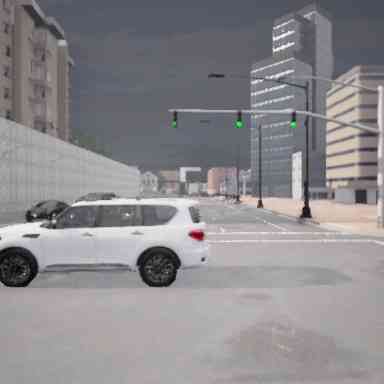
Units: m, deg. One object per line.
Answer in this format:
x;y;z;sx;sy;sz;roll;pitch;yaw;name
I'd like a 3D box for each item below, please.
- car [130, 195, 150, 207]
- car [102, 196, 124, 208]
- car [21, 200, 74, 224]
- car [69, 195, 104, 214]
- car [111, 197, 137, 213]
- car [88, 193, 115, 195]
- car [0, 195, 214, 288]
-7.155;1.255;46.272;2.128;1.511;4.902;0;0;0;car
-10.656;1.274;45.128;1.837;1.490;4.892;0;0;0;car
-10.636;1.376;24.942;1.837;1.490;4.892;0;0;0;car
-10.648;1.177;34.009;2.097;1.767;4.553;0;0;0;car
-7.148;1.345;35.218;1.812;1.442;4.674;0;0;0;car
-7.133;1.090;25.576;2.150;2.045;5.566;0;0;0;car
-2.294;1.186;8.652;5.566;2.045;2.150;0;0;0;car
